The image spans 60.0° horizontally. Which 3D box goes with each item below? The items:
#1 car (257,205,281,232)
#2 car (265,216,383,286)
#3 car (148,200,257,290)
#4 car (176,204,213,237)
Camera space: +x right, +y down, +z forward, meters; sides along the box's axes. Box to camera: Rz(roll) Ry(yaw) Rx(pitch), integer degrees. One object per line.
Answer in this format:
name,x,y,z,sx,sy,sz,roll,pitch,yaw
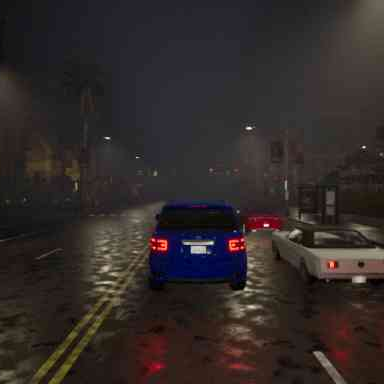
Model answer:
car,3.639,1.478,18.738,1.882,1.535,5.008,0,0,0
car,3.618,1.600,9.398,1.895,1.301,4.718,0,0,0
car,0.119,1.221,9.182,2.150,2.045,5.566,0,0,0
car,0.141,1.505,19.044,1.837,1.490,4.892,0,0,0
